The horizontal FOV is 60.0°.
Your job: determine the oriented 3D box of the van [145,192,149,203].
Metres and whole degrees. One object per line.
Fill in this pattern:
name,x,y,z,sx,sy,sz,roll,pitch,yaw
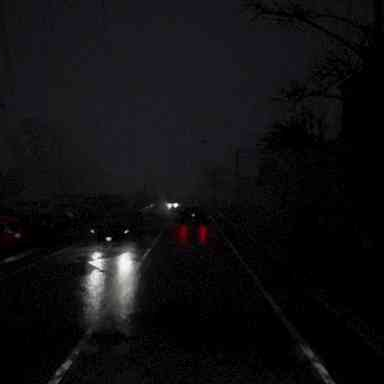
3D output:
van,-8.877,1.069,48.147,4.442,1.987,1.878,0,1,0

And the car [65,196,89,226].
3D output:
car,-8.971,1.298,20.110,4.553,1.767,2.185,0,0,0

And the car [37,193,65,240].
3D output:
car,-8.901,1.186,14.503,5.566,2.045,2.435,0,0,0

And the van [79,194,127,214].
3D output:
van,-9.083,1.162,34.124,4.442,1.987,1.878,0,0,0

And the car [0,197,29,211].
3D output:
car,-22.085,1.394,39.063,4.792,1.488,2.163,0,0,0

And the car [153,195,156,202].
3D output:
car,-9.012,1.249,56.562,4.674,1.452,2.002,0,1,0

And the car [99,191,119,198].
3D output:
car,-22.183,0.750,89.027,4.553,1.767,2.185,0,1,0

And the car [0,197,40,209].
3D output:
car,-22.032,1.379,41.846,4.792,1.488,2.163,0,0,0

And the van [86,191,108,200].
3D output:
van,-22.247,0.762,77.923,4.442,1.987,1.878,0,1,0

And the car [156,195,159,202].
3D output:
car,-8.830,1.177,59.365,5.366,1.575,1.946,0,1,0

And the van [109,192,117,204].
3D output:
van,-9.073,1.176,28.520,4.442,1.987,1.878,0,0,0

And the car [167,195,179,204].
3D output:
car,-3.338,1.194,58.062,2.128,1.511,4.902,0,1,0

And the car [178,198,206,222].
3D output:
car,0.084,1.446,25.680,1.812,1.442,4.674,0,0,0

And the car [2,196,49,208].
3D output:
car,-22.251,1.323,44.617,5.366,1.575,1.946,0,0,0

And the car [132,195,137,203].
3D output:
car,-8.978,1.375,36.933,4.892,1.521,2.231,0,0,0

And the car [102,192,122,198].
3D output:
car,-22.163,0.847,91.804,5.008,1.535,2.097,0,1,0

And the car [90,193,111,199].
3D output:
car,-22.132,1.000,80.701,4.674,1.452,2.002,0,1,0

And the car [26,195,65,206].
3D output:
car,-22.071,1.277,50.173,4.892,1.521,2.231,0,1,0

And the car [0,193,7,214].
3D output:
car,-22.074,1.139,33.510,5.566,2.045,2.435,0,0,0

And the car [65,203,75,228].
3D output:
car,-8.932,1.470,17.308,4.674,1.452,2.002,0,0,0

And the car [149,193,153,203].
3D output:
car,-8.994,1.267,50.956,5.008,1.535,2.097,0,1,0

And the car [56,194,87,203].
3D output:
car,-22.105,1.162,61.274,4.892,1.521,2.231,0,1,0

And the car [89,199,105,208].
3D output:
car,-8.939,1.417,22.914,4.892,1.521,2.231,0,0,0

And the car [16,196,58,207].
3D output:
car,-22.066,1.302,47.395,5.008,1.535,2.097,0,0,0

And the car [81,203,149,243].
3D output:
car,-3.360,1.502,16.070,2.033,1.411,5.357,0,0,0

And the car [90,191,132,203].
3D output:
car,-8.933,1.144,31.324,5.566,2.045,2.435,0,0,0

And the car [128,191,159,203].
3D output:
car,-8.992,0.899,62.166,5.566,2.045,2.435,0,1,0

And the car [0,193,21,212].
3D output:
car,-22.022,1.127,36.287,5.566,2.045,2.435,0,0,0

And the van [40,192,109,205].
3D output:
van,-9.067,1.183,25.717,4.442,1.987,1.878,0,0,0

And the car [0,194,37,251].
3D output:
car,-8.895,1.193,11.700,5.566,2.045,2.435,0,0,0

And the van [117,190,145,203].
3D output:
van,-9.105,1.093,45.345,4.442,1.987,1.878,0,0,0

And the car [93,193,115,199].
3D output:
car,-22.136,0.931,83.477,5.008,1.535,2.097,0,1,0

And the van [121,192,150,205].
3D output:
van,-9.121,1.012,53.757,4.442,1.987,1.878,0,1,0

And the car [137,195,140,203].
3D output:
car,-8.975,1.400,39.737,4.674,1.452,2.002,0,0,0

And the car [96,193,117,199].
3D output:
car,-22.144,0.943,86.253,4.674,1.452,2.002,0,1,0

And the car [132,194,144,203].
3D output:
car,-9.012,1.372,42.544,4.792,1.488,2.163,0,0,0
